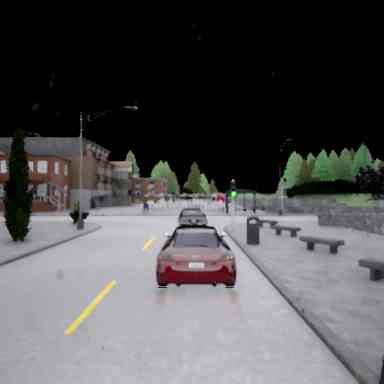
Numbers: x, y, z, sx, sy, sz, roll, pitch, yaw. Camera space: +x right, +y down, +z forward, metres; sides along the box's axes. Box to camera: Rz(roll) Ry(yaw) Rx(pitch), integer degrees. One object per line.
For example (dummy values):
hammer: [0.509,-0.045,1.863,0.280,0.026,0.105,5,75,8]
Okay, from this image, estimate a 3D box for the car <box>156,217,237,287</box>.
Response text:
car: [0.102,1.658,9.601,1.994,1.385,4.181,0,-1,0]

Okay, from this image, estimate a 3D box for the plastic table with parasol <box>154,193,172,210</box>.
plastic table with parasol: [-4.231,1.406,49.641,2.482,2.480,2.482,0,-1,0]

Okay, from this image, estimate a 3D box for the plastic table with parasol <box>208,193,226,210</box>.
plastic table with parasol: [3.589,1.399,48.890,2.482,2.480,2.482,0,-1,0]

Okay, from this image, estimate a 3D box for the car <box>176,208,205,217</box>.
car: [-0.056,1.759,21.785,2.033,1.411,5.357,0,-1,-3]
